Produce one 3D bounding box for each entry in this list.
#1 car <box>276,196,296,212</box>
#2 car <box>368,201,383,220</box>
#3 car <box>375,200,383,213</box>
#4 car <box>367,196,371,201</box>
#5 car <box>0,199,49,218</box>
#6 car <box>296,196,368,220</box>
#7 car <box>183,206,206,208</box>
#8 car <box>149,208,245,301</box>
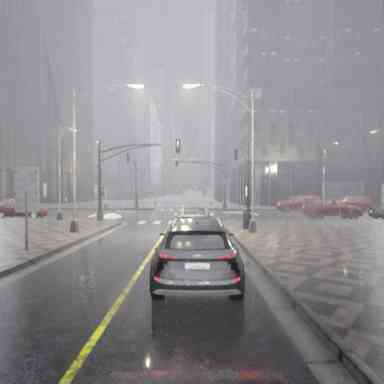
[{"bbox_3d":[12.150,1.342,37.670,5.009,1.841,2.192,0,1,0],"label":"car"},{"bbox_3d":[17.798,1.755,29.159,4.313,1.339,1.947,0,1,0],"label":"car"},{"bbox_3d":[23.435,1.651,37.693,4.313,1.339,1.947,0,1,0],"label":"car"},{"bbox_3d":[17.794,1.370,37.680,5.009,1.841,2.192,0,1,0],"label":"car"},{"bbox_3d":[-14.886,1.580,29.099,4.507,1.381,1.887,0,1,0],"label":"car"},{"bbox_3d":[12.155,1.476,29.146,5.009,1.841,2.192,0,1,0],"label":"car"},{"bbox_3d":[0.115,1.515,17.451,1.837,1.490,4.892,0,0,0],"label":"car"},{"bbox_3d":[0.117,1.432,8.365,2.033,1.649,4.856,0,0,0],"label":"car"}]
